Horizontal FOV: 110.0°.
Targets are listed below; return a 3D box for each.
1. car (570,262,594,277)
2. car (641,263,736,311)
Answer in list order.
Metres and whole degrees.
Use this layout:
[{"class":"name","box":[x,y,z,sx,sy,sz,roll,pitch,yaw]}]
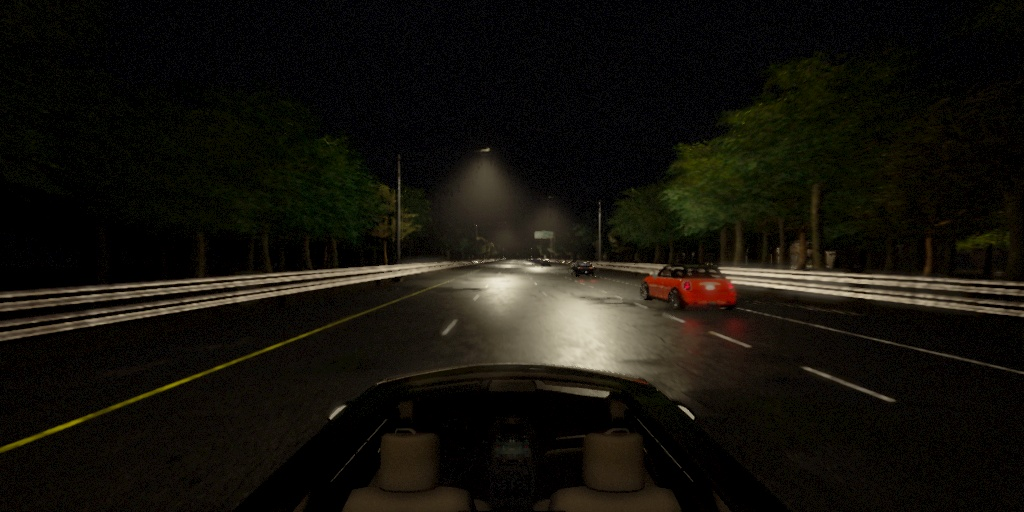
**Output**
[{"class":"car","box":[7.059,1.359,36.485,2.128,1.511,4.902,0,0,0]},{"class":"car","box":[7.006,1.129,14.802,2.097,1.767,4.553,0,0,0]}]
